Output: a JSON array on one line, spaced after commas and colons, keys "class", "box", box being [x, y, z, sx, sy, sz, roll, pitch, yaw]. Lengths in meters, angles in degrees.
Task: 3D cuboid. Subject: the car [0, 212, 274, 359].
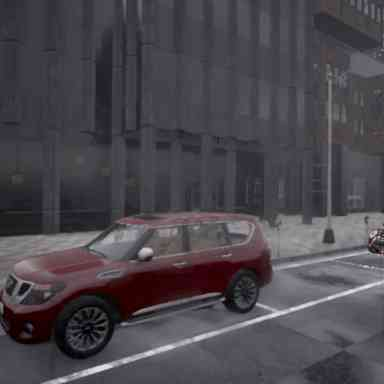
[{"class": "car", "box": [-0.638, 1.342, 6.191, 5.009, 1.841, 2.192, 1, 0, -36]}]

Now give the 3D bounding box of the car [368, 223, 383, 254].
[{"class": "car", "box": [8.494, 1.571, 12.708, 4.097, 1.590, 1.967, 1, 0, -36]}]
